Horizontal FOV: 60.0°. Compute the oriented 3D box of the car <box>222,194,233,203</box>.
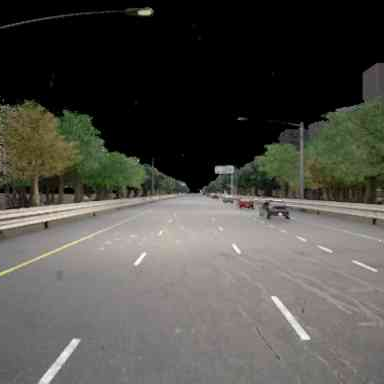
[{"bbox_3d":[7.270,1.690,68.531,1.895,1.301,4.718,0,0,0],"label":"car"}]

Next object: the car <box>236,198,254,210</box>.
[{"bbox_3d":[7.120,1.547,45.038,1.882,1.535,5.008,0,0,0],"label":"car"}]

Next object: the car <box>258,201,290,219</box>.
[{"bbox_3d":[7.051,1.531,28.900,1.837,1.490,4.892,0,0,0],"label":"car"}]
